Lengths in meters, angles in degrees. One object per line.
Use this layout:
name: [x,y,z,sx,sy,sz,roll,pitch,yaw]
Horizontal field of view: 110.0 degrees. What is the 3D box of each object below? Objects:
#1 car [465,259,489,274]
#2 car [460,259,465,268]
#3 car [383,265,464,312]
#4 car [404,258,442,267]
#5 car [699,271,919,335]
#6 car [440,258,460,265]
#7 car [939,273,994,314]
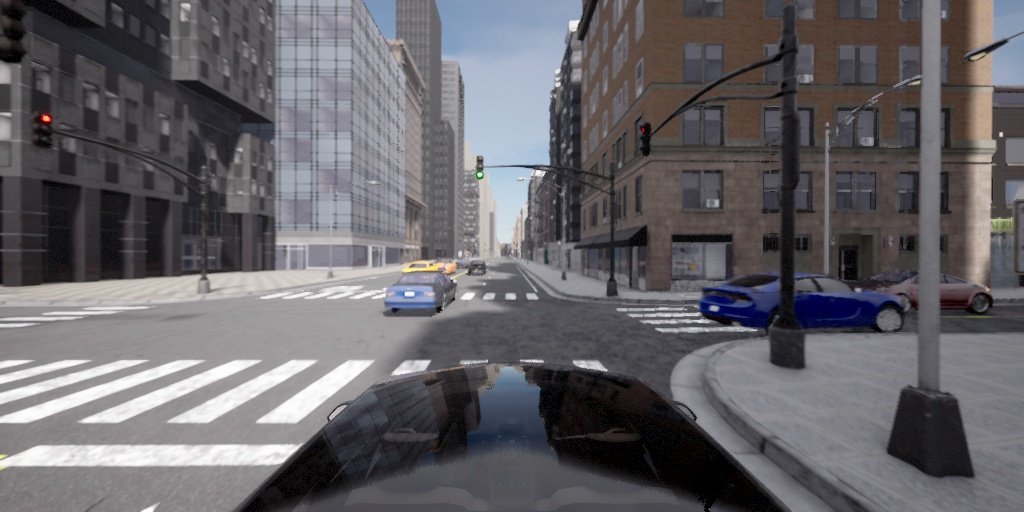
car: [-3.612,1.164,38.534,1.837,1.490,4.892,0,0,-1]
car: [-7.158,1.166,51.772,2.033,1.411,5.357,0,0,0]
car: [-3.317,1.259,13.994,2.033,1.411,5.357,0,0,-1]
car: [-6.916,1.149,27.106,1.882,1.535,5.008,0,0,-1]
car: [7.514,1.156,9.418,5.008,1.535,1.882,0,-1,-10]
car: [-7.027,1.002,37.022,2.097,1.767,4.553,0,0,-1]
car: [13.786,1.212,12.539,4.181,1.385,1.994,0,0,-1]
